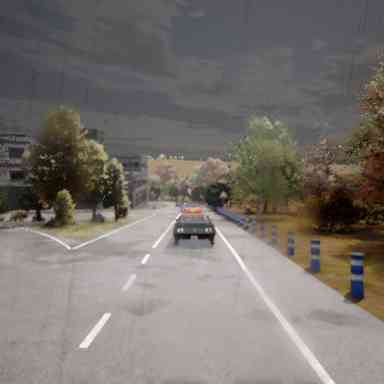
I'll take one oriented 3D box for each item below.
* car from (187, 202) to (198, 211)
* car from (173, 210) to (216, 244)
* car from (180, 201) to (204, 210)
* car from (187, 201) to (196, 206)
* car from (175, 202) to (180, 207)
[{"bbox_3d":[0.070,2.581,58.979,1.837,1.490,4.892,0,-1,1],"label":"car"},{"bbox_3d":[0.105,1.745,16.659,1.895,1.301,4.718,0,-1,0],"label":"car"},{"bbox_3d":[0.110,1.873,33.743,2.097,1.767,4.553,0,-1,0],"label":"car"},{"bbox_3d":[-0.259,3.267,94.473,2.033,1.411,5.357,-1,0,-7],"label":"car"},{"bbox_3d":[-3.232,3.180,84.326,1.994,1.385,4.181,0,-1,0],"label":"car"}]
